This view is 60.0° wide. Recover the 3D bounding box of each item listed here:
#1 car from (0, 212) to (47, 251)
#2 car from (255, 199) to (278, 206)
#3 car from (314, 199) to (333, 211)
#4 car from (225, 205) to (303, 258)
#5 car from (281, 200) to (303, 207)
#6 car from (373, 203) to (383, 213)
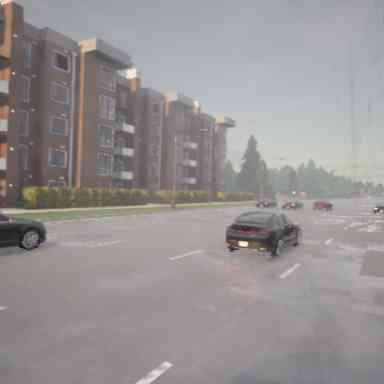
[{"bbox_3d":[-6.789,1.164,10.115,1.837,1.490,4.892,1,0,27],"label":"car"},{"bbox_3d":[10.571,1.584,46.785,1.895,1.301,4.718,2,1,31],"label":"car"},{"bbox_3d":[18.079,1.749,45.732,1.882,1.535,5.008,2,0,31],"label":"car"},{"bbox_3d":[2.949,1.499,13.080,1.837,1.490,4.892,2,1,31],"label":"car"},{"bbox_3d":[13.728,1.715,45.250,1.895,1.301,4.718,2,1,31],"label":"car"},{"bbox_3d":[24.726,2.140,43.239,1.895,1.301,4.718,2,1,31],"label":"car"}]
